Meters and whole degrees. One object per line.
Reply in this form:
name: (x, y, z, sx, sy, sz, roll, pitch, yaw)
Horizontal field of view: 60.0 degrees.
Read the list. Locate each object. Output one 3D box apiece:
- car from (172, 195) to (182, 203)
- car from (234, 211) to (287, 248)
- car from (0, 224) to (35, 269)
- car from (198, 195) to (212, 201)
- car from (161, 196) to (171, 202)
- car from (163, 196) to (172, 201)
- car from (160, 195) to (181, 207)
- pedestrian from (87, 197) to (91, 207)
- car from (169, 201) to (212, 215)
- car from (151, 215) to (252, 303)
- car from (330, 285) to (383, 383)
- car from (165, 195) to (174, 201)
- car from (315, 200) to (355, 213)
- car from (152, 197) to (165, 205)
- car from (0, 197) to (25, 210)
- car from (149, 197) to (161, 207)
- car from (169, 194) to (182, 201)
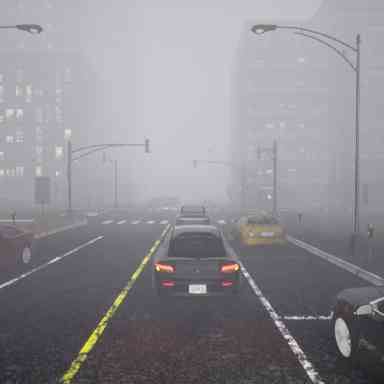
car: (-3.133, 1.487, 70.531, 1.837, 1.490, 4.892, 0, 0, 0)
car: (2.780, 1.521, 14.547, 1.752, 1.417, 4.829, -1, 0, 0)
car: (-5.848, 1.542, 8.774, 1.887, 1.381, 4.507, -1, 0, 0)
car: (2.568, 1.539, 57.986, 2.008, 1.369, 4.403, -1, 0, 0)
car: (-5.844, 1.531, 74.934, 1.887, 1.381, 4.507, -1, 0, 0)
car: (-5.855, 1.568, 80.588, 1.802, 1.307, 4.206, -1, 0, 0)
car: (-3.187, 1.537, 50.383, 2.033, 1.411, 5.357, 0, 0, 0)
pedestrian: (-12.626, 1.200, 40.825, 0.375, 1.300, 0.375, 0, 0, 1)
car: (0.056, 1.487, 18.170, 2.128, 1.511, 4.902, 0, 0, 0)
car: (0.084, 1.523, 8.096, 1.812, 1.442, 4.674, 0, 0, 0)
car: (2.802, 1.550, 3.088, 2.008, 1.369, 4.403, -1, 0, 0)
car: (-5.866, 1.530, 86.243, 1.887, 1.381, 4.507, -1, 0, 0)
car: (16.243, 1.623, 37.536, 4.403, 1.369, 2.008, 0, 0, 1)
car: (-5.812, 1.554, 57.970, 1.947, 1.339, 4.313, -1, 0, 0)
car: (-21.733, 1.275, 37.962, 4.829, 1.417, 1.752, 0, 0, 1)
car: (-5.801, 1.514, 52.146, 1.752, 1.417, 4.829, -1, 0, 0)
car: (-3.186, 1.480, 60.335, 2.128, 1.511, 4.902, 0, 0, 0)
